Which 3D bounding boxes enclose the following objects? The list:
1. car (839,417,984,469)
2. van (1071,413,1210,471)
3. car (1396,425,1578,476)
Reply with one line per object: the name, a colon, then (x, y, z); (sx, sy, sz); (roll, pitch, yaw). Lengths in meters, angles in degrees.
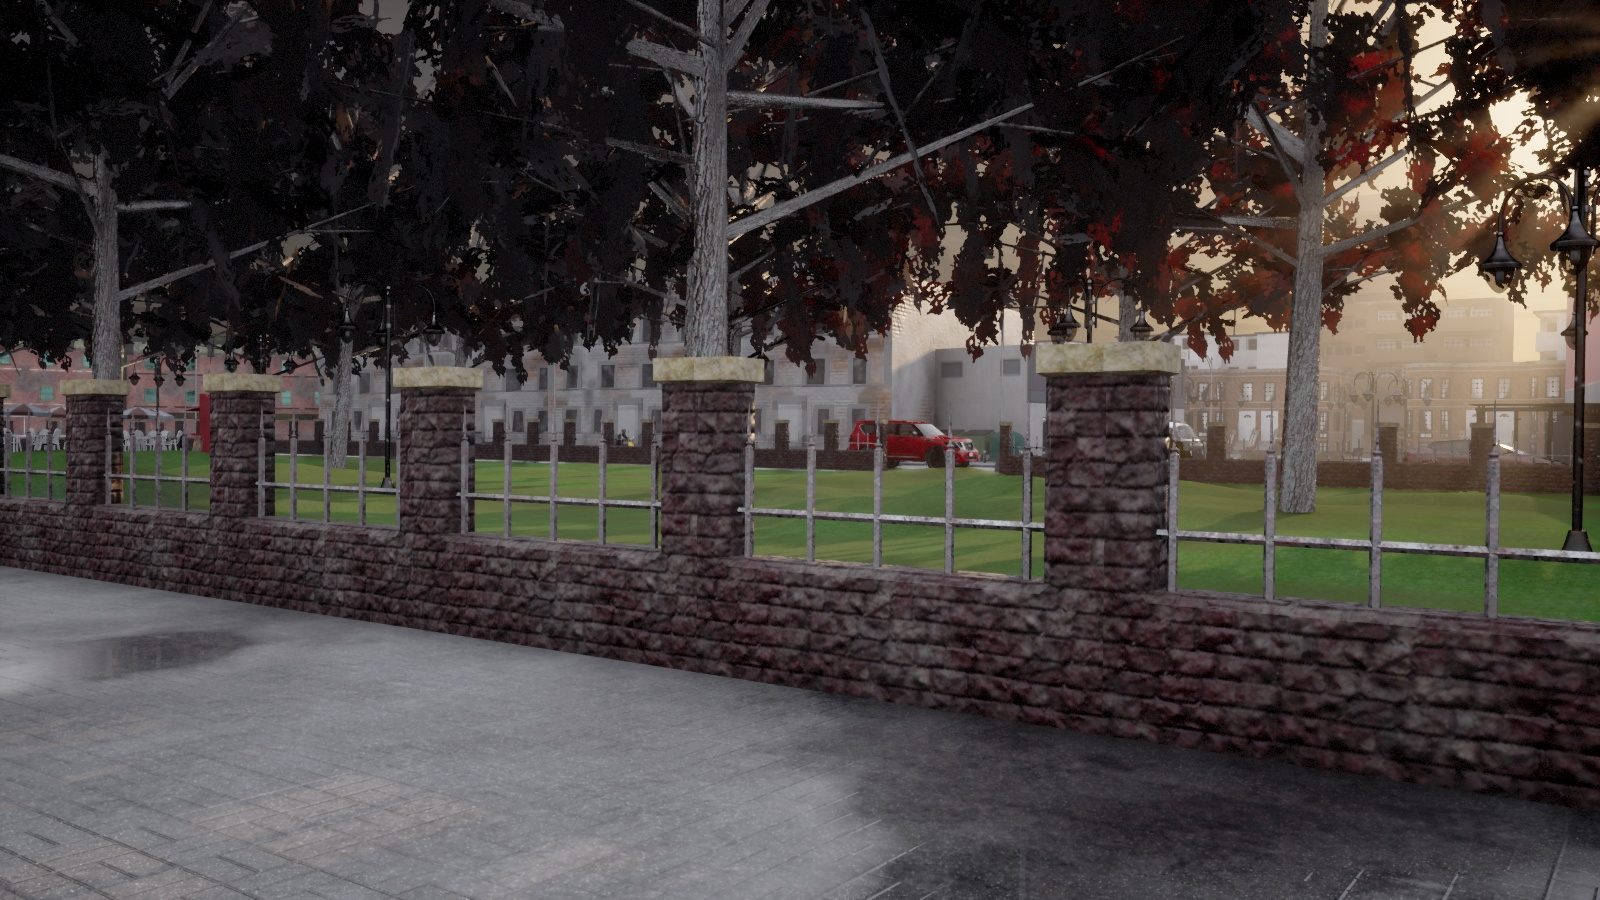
car: (4.553, -0.296, 51.691); (5.566, 2.045, 2.150); (0, 1, 35)
van: (12.460, -0.284, 46.070); (4.480, 2.038, 2.069); (0, 1, 36)
car: (21.607, -0.005, 39.565); (4.792, 1.488, 2.163); (0, 1, 35)
